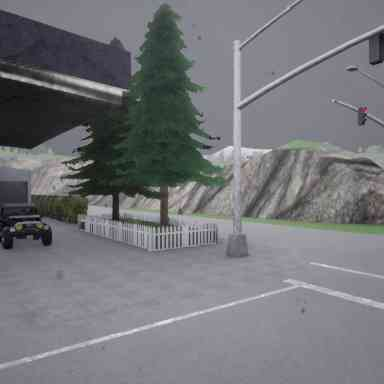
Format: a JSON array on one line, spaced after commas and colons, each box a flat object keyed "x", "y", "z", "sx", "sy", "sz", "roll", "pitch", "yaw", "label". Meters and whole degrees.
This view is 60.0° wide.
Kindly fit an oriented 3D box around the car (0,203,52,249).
[{"x": -8.053, "y": 1.505, "z": 15.798, "sx": 1.905, "sy": 1.878, "sz": 3.866, "roll": 0, "pitch": 0, "yaw": -37, "label": "car"}]
